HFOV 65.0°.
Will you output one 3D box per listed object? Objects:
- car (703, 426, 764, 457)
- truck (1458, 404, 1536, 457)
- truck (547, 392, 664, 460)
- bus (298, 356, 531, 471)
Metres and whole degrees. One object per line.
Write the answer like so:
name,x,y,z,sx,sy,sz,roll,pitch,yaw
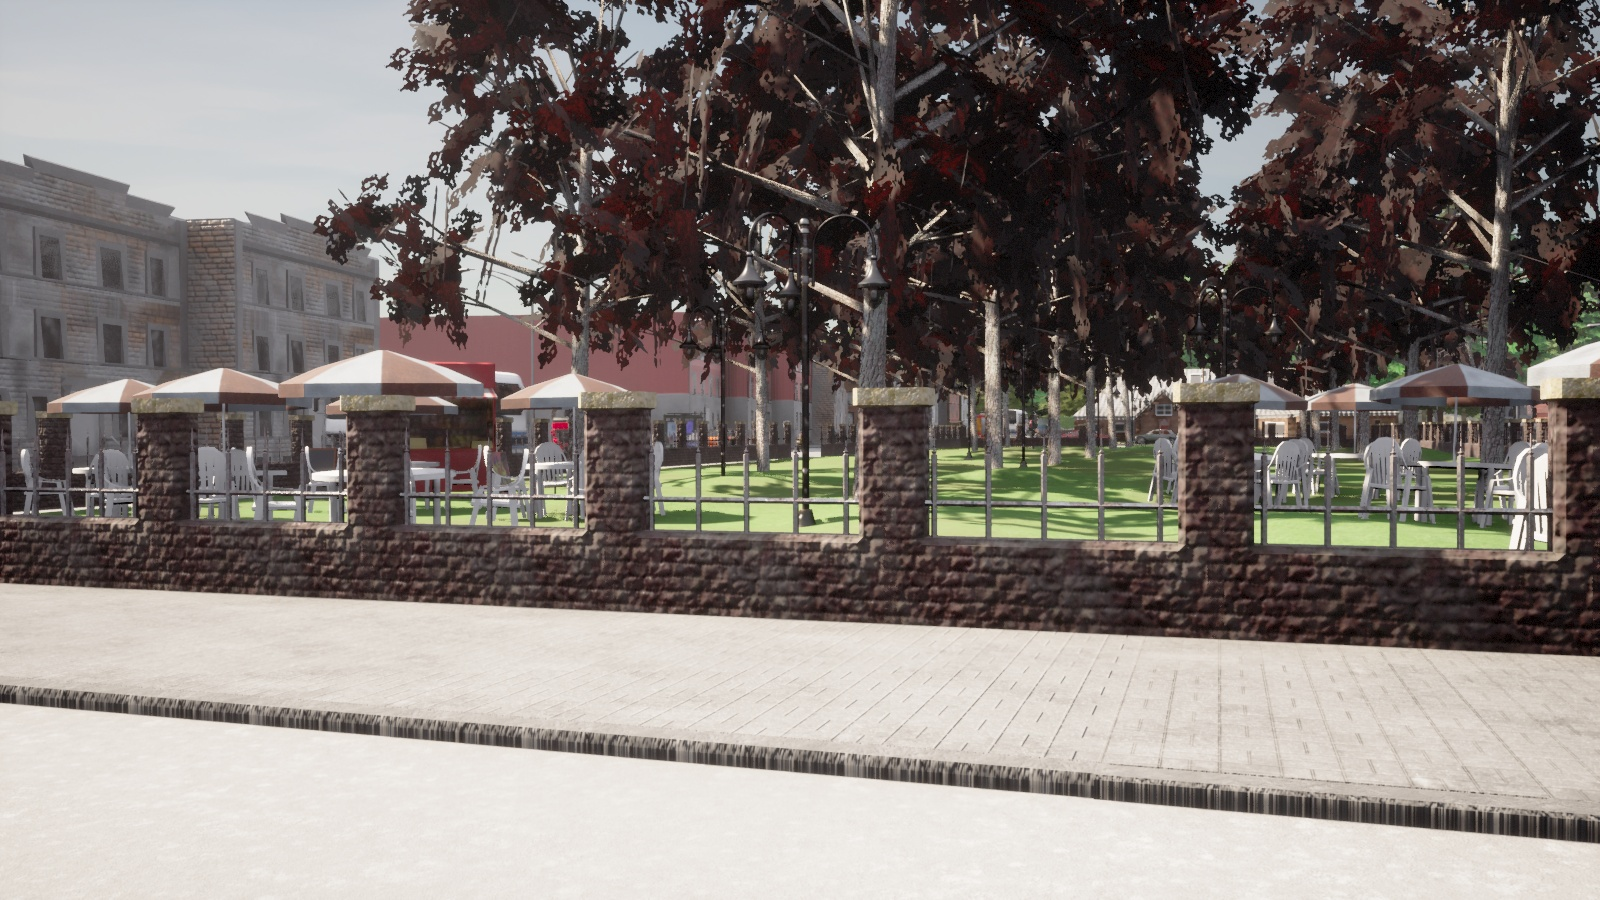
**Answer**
car,-3.884,-0.518,74.218,2.097,1.767,4.553,1,1,18
truck,47.844,-1.360,86.422,2.891,3.462,7.936,0,1,15
truck,-10.312,-1.276,67.566,2.891,3.462,7.936,1,1,18
bus,-15.530,-1.439,51.873,3.944,4.253,10.273,1,1,18
